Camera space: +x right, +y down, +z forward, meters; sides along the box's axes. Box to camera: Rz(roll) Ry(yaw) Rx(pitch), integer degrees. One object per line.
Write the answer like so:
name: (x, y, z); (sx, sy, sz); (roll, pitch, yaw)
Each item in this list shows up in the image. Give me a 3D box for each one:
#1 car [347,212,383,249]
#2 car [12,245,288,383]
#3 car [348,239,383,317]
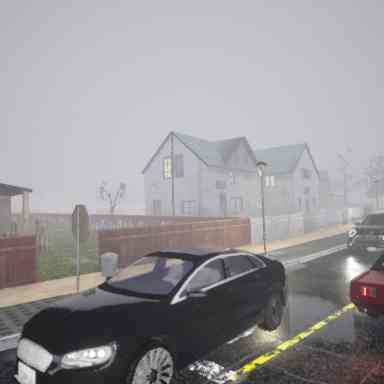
car: (8.625, 1.716, 14.923); (2.097, 1.767, 4.553); (-4, -4, 42)
car: (-0.156, 1.697, 5.380); (2.128, 1.511, 4.902); (-4, -4, 41)
car: (5.009, 1.707, 6.807); (1.895, 1.301, 4.718); (-4, -4, 45)
